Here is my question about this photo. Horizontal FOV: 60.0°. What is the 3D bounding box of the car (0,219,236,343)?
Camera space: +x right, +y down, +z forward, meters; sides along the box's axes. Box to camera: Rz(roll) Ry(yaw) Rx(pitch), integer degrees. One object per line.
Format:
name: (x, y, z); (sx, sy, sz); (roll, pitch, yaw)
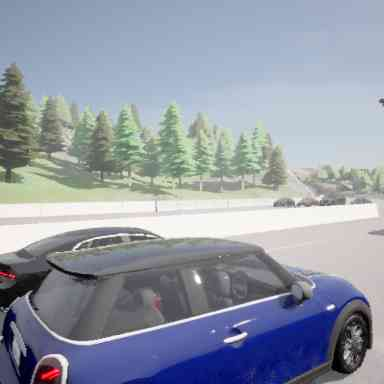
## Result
car: (-1.476, 1.505, 7.137); (4.892, 1.490, 1.837); (0, 0, -37)

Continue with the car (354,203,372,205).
car: (21.765, 1.555, 42.734); (1.837, 1.490, 4.892); (0, 0, 41)

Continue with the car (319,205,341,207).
car: (19.108, 1.228, 45.014); (2.150, 2.045, 5.566); (0, 0, 41)

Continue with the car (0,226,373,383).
car: (0.233, 1.353, 4.061); (4.553, 1.767, 2.097); (0, 0, -36)
